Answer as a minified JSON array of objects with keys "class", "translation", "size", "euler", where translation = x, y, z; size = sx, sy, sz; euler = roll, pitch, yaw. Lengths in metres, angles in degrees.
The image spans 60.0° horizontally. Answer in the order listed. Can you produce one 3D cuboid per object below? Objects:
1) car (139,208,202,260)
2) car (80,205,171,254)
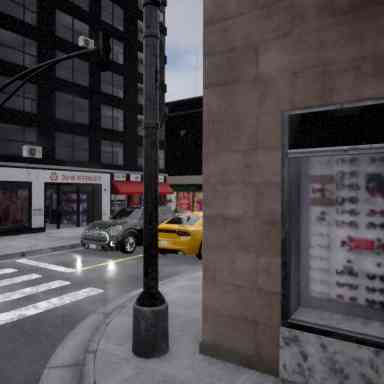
[{"class":"car","translation":[0.463,1.500,12.849],"size":[1.882,1.535,5.008],"euler":[0,0,33]},{"class":"car","translation":[-2.323,1.365,13.798],"size":[2.097,1.767,4.553],"euler":[0,0,33]}]
